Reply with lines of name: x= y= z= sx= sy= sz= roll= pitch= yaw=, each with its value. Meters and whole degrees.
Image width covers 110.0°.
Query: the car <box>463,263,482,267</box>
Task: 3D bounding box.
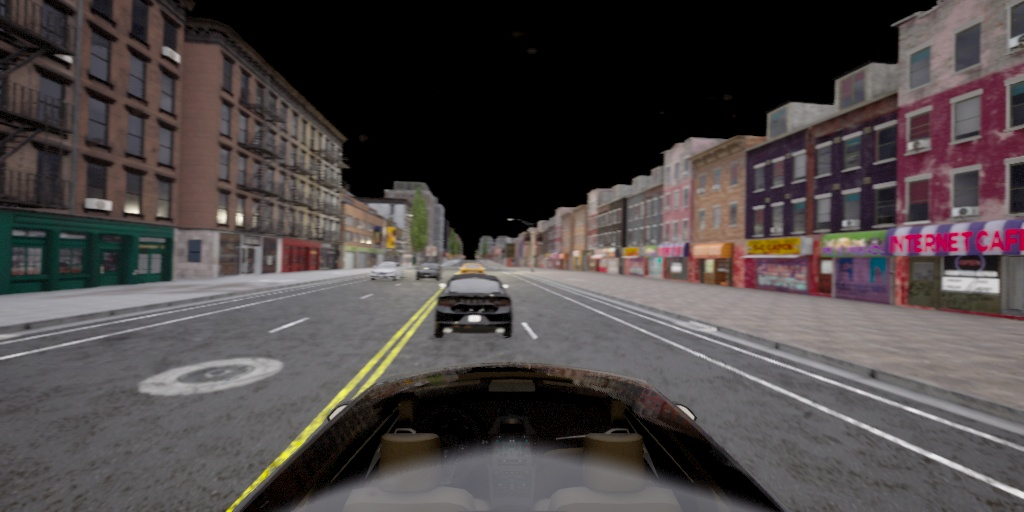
car: x=-3.148 y=1.309 z=28.475 sx=1.882 sy=1.535 sz=5.008 roll=1 pitch=0 yaw=-6

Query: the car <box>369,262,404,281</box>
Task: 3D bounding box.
car: x=-9.926 y=1.199 z=28.828 sx=1.812 sy=1.442 sz=4.674 roll=1 pitch=0 yaw=-6

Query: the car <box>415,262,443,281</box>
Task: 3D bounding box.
car: x=-6.739 y=1.259 z=29.556 sx=1.837 sy=1.490 sz=4.892 roll=1 pitch=0 yaw=-6

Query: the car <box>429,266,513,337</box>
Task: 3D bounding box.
car: x=-1.097 y=1.229 z=10.342 sx=1.882 sy=1.535 sz=5.008 roll=1 pitch=0 yaw=-6
